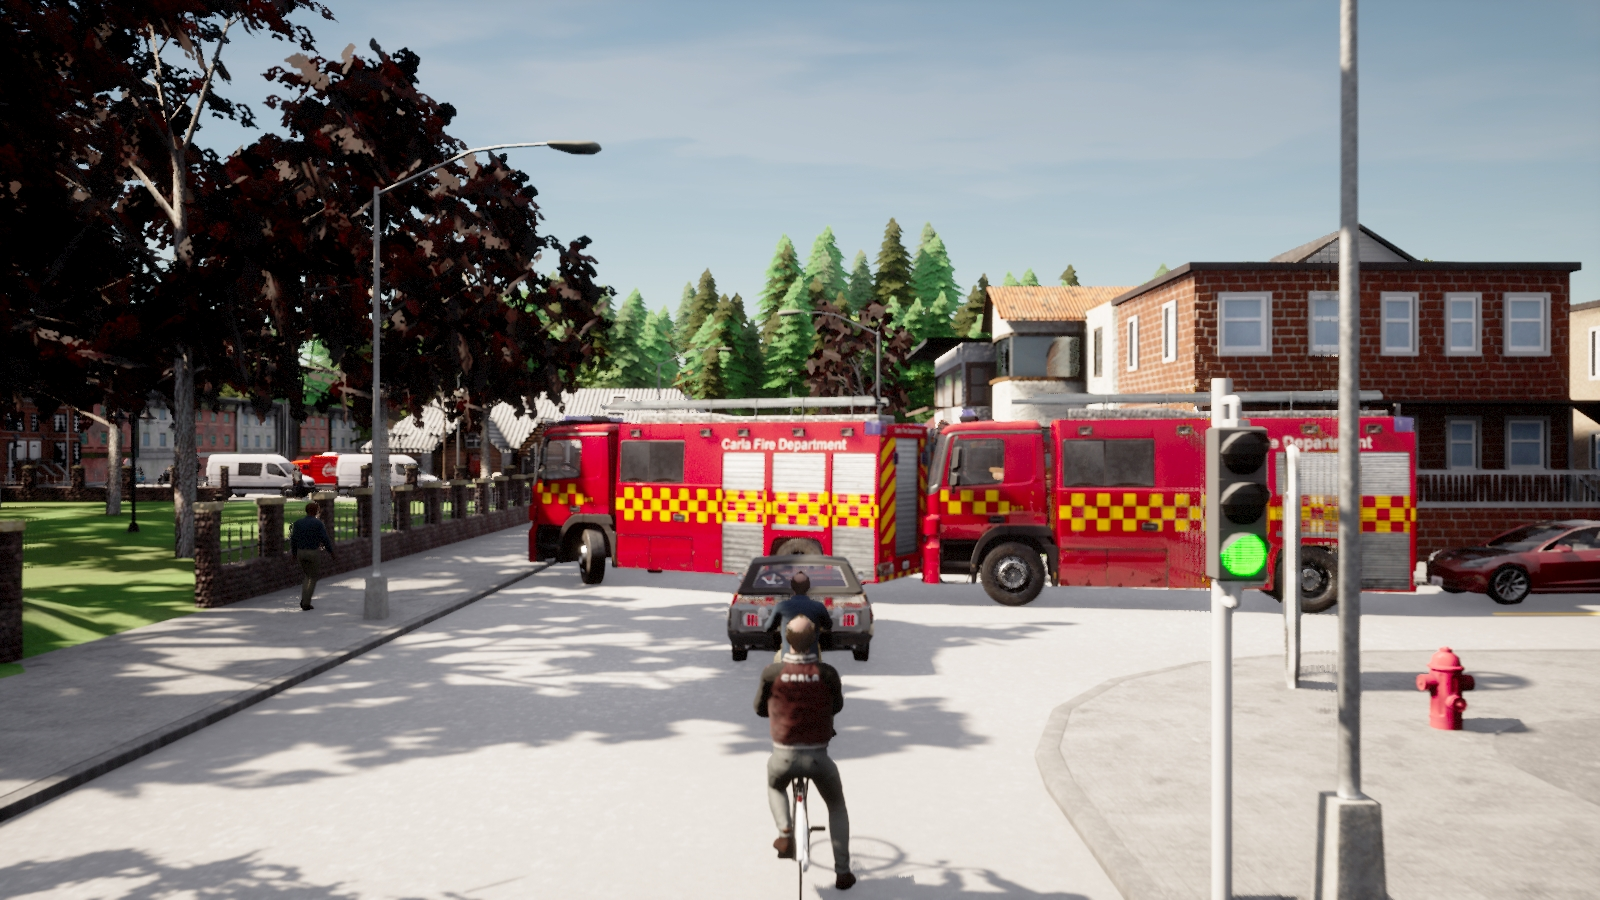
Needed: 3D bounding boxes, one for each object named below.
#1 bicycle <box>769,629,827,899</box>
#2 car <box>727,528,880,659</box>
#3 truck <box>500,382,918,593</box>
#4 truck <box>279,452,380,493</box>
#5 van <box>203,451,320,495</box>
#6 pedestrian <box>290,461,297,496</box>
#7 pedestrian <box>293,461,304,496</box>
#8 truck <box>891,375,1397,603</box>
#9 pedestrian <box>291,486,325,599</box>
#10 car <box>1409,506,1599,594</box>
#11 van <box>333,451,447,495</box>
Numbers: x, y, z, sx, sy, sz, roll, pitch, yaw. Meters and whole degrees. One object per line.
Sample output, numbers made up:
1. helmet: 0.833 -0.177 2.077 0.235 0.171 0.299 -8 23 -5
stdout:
1. bicycle: -0.013 1.942 7.379 0.329 1.271 1.835 0 0 0
2. car: 0.038 1.938 16.511 1.895 1.301 4.718 0 0 0
3. truck: -2.033 0.677 23.950 8.468 3.827 2.891 0 0 28
4. truck: -29.146 1.358 70.925 5.204 2.467 2.627 0 0 0
5. van: -31.516 1.326 66.996 5.915 2.561 1.988 0 0 1
6. pedestrian: -27.464 1.534 61.960 0.375 1.860 0.375 0 0 -23
7. pedestrian: -27.023 1.536 61.540 0.375 1.860 0.375 0 0 24
8. truck: 6.079 0.673 21.313 8.468 3.827 2.891 0 0 10
9. pedestrian: -8.202 1.528 19.048 0.375 1.860 0.375 0 0 6
10. car: 14.483 1.847 21.580 4.792 1.488 2.163 0 0 0
11. van: -23.978 1.327 66.944 5.915 2.561 1.988 0 0 1
